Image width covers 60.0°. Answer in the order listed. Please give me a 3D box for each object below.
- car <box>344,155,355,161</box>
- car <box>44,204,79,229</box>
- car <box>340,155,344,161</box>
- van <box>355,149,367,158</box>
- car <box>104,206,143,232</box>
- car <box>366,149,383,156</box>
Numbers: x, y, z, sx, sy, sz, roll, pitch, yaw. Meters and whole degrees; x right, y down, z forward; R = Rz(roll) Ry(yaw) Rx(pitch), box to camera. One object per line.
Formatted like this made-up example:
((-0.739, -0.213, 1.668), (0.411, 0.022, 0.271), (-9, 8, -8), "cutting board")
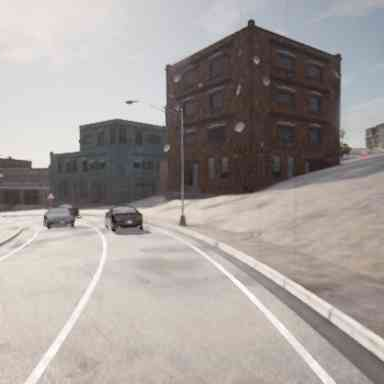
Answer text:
((30.269, -6.045, 61.349), (2.002, 1.452, 4.674), (0, 2, 7), "car")
((-9.983, 1.873, 24.912), (1.812, 1.442, 4.674), (-1, -1, -28), "car")
((30.910, -6.483, 66.790), (2.435, 2.045, 5.566), (0, 2, 7), "car")
((29.605, -6.154, 55.741), (1.878, 1.987, 4.442), (0, 2, 7), "van")
((-4.533, 1.633, 21.680), (1.882, 1.535, 5.008), (-1, -1, -21), "car")
((28.973, -5.772, 50.389), (2.231, 1.521, 4.892), (0, 2, 7), "car")
